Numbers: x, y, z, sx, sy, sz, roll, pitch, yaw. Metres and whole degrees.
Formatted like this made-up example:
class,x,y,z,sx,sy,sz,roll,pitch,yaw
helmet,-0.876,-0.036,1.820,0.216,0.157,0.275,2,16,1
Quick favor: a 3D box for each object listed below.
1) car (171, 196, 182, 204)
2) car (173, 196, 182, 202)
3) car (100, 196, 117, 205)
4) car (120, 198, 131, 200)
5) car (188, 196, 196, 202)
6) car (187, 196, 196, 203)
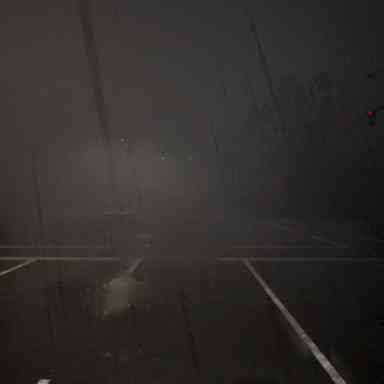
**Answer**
class,x,y,z,sx,sy,sz,roll,pitch,yaw
car,-3.519,1.681,70.807,2.128,1.511,4.902,0,0,0
car,-3.522,1.745,81.254,1.895,1.301,4.718,0,0,0
car,-15.054,1.487,60.229,2.097,1.767,4.553,0,0,1
car,-15.020,1.585,75.868,2.033,1.411,5.357,0,0,0
car,-0.022,1.702,81.225,1.994,1.385,4.181,0,0,0
car,-0.019,1.634,70.808,1.882,1.535,5.008,0,0,0
